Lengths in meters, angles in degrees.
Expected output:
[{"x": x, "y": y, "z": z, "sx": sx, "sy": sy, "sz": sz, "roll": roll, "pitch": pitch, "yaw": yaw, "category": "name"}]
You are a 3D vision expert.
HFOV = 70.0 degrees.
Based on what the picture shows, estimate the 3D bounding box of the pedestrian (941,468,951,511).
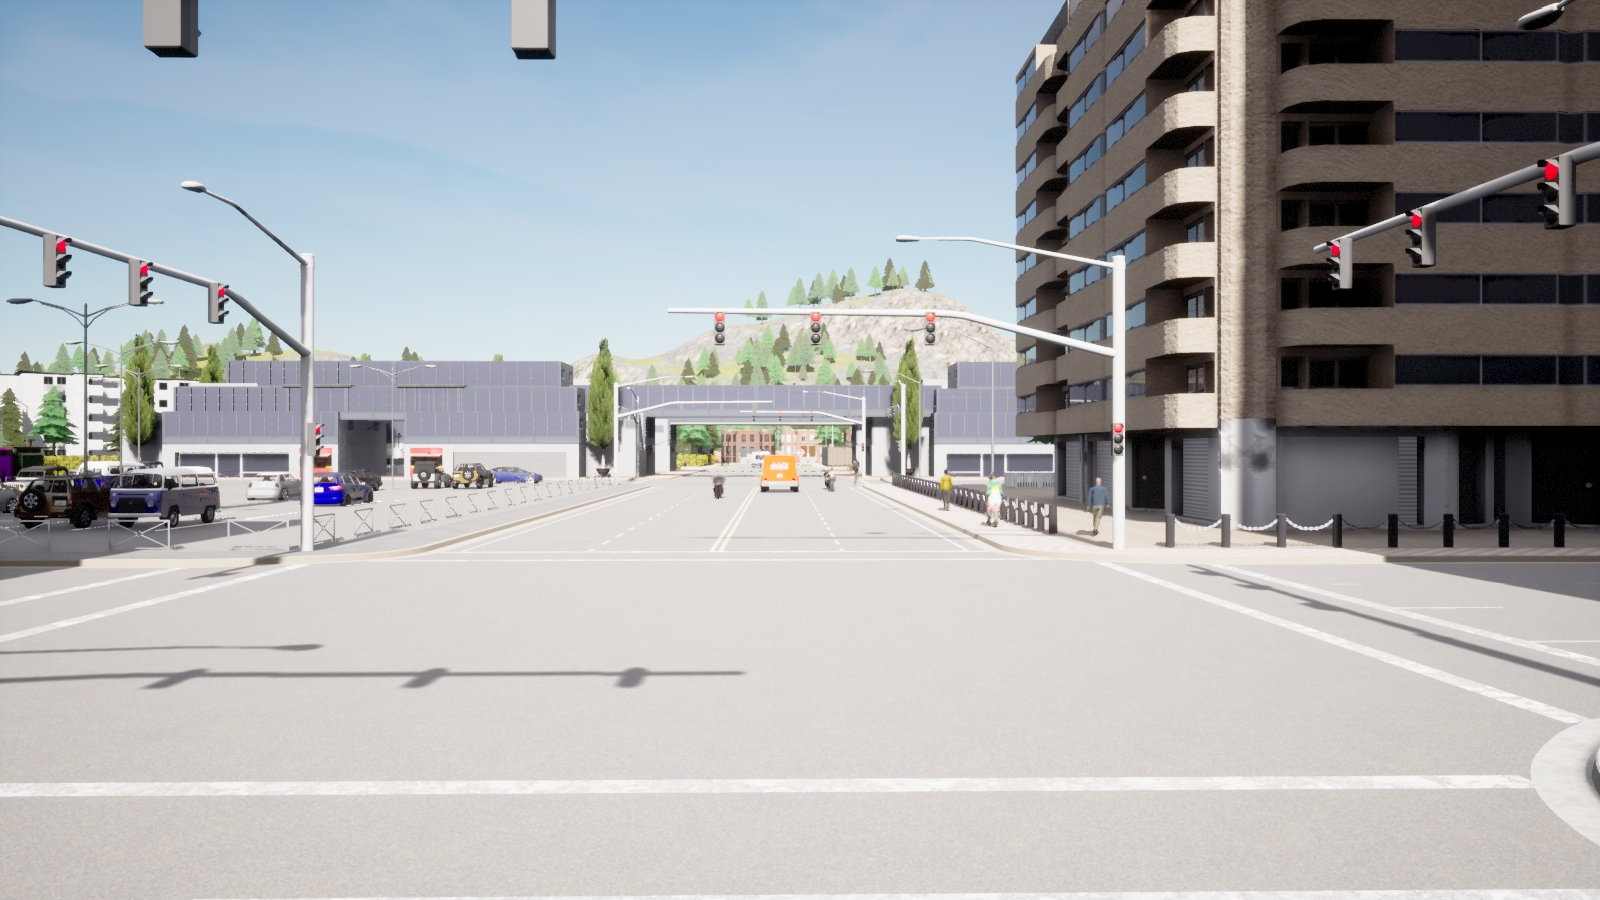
[{"x": 6.335, "y": 1.695, "z": 49.708, "sx": 0.375, "sy": 1.860, "sz": 0.375, "roll": 0, "pitch": 0, "yaw": -2, "category": "pedestrian"}]

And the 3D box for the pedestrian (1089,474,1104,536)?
[{"x": 9.016, "y": 1.654, "z": 34.736, "sx": 0.375, "sy": 1.860, "sz": 0.375, "roll": 0, "pitch": 0, "yaw": 21, "category": "pedestrian"}]

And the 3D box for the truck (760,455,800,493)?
[{"x": -1.366, "y": 1.564, "z": 77.071, "sx": 2.627, "sy": 2.467, "sz": 5.204, "roll": 0, "pitch": 0, "yaw": -1, "category": "truck"}]

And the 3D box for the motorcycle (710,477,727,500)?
[{"x": -4.667, "y": 2.205, "z": 65.592, "sx": 0.867, "sy": 1.251, "sz": 2.209, "roll": 0, "pitch": 0, "yaw": -1, "category": "motorcycle"}]

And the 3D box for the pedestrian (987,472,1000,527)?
[{"x": 6.663, "y": 1.695, "z": 39.359, "sx": 0.375, "sy": 1.860, "sz": 0.375, "roll": 0, "pitch": 0, "yaw": -6, "category": "pedestrian"}]

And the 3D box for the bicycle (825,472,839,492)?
[{"x": 2.138, "y": 2.158, "z": 77.160, "sx": 0.859, "sy": 1.276, "sz": 1.487, "roll": 0, "pitch": 0, "yaw": -1, "category": "bicycle"}]
